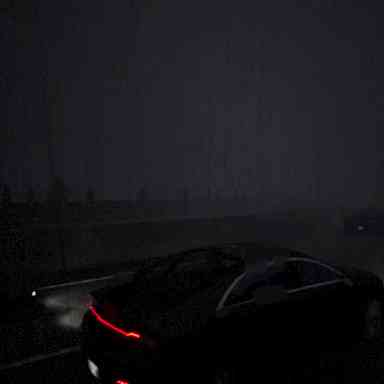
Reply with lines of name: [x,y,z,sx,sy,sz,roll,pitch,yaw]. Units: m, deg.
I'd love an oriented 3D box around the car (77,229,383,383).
car: [0.951,1.503,4.731,4.902,1.511,2.128,0,0,-37]

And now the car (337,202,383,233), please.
car: [9.549,1.517,17.098,5.008,1.535,1.882,0,0,-44]

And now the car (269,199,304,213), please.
car: [11.147,1.596,38.958,1.837,1.490,4.892,0,0,44]

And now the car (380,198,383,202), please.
car: [40.670,1.704,69.170,1.994,1.385,4.181,0,0,44]

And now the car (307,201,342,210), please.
car: [12.624,1.596,30.443,1.812,1.442,4.674,0,0,44]

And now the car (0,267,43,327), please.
car: [-5.047,1.560,4.535,5.357,1.411,2.033,0,0,-35]

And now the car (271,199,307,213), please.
car: [9.510,1.567,32.262,2.128,1.511,4.902,0,0,44]
